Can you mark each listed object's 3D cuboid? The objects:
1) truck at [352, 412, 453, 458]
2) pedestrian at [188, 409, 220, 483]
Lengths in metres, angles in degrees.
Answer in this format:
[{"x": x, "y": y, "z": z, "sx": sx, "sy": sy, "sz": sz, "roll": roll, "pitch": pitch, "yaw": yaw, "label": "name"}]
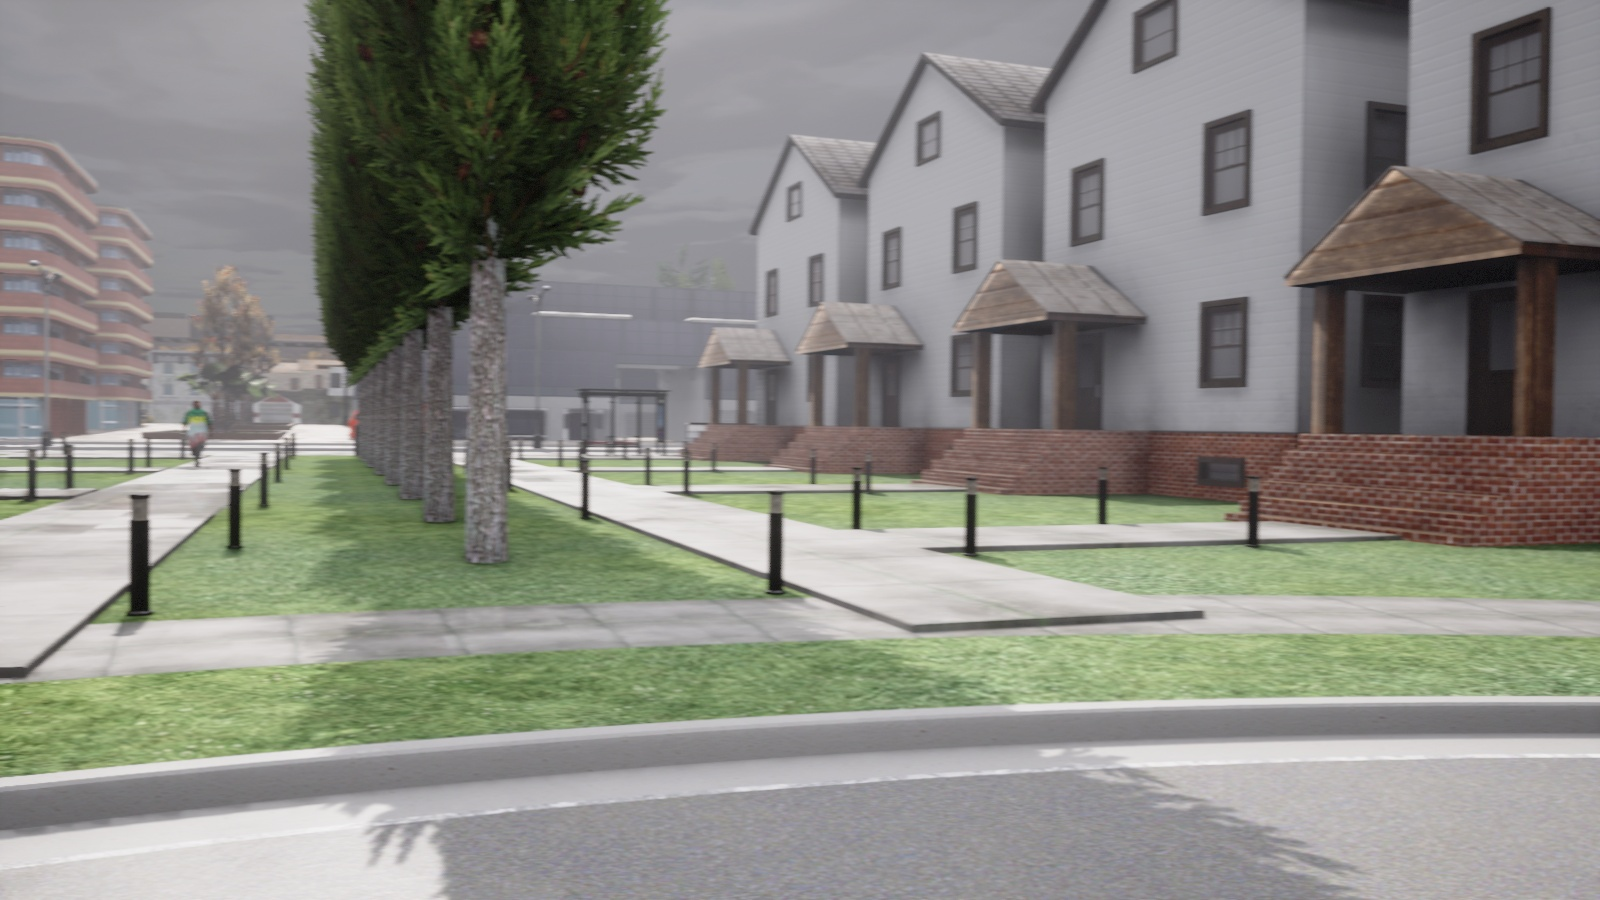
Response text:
[{"x": -22.275, "y": -0.880, "z": 70.279, "sx": 5.204, "sy": 2.467, "sz": 2.627, "roll": -1, "pitch": 1, "yaw": -21, "label": "truck"}, {"x": -16.008, "y": -0.121, "z": 33.759, "sx": 0.659, "sy": 1.952, "sz": 0.873, "roll": -1, "pitch": 1, "yaw": -19, "label": "pedestrian"}]
